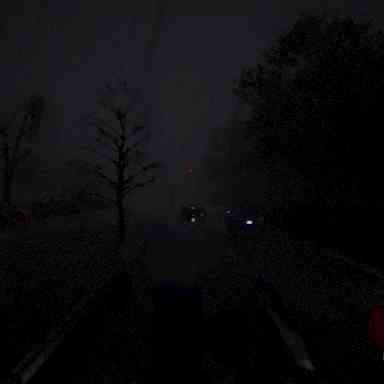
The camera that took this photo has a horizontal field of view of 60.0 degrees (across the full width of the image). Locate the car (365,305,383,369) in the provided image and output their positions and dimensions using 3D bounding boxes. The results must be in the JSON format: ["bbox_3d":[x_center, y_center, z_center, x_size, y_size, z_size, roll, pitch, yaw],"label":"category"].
[{"bbox_3d":[3.100,1.602,2.025,1.895,1.301,4.718,0,0,0],"label":"car"}]

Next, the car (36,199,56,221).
[{"bbox_3d":[-13.809,1.587,26.553,4.892,1.521,2.231,-1,-1,-20],"label":"car"}]

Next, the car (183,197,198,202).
[{"bbox_3d":[0.134,1.731,41.225,1.812,1.442,4.674,0,0,0],"label":"car"}]

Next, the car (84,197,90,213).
[{"bbox_3d":[-13.967,1.652,35.490,5.366,1.575,1.946,-1,0,-20],"label":"car"}]

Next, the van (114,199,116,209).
[{"bbox_3d":[-13.612,1.521,47.628,4.442,1.987,1.878,-1,-1,-19],"label":"van"}]

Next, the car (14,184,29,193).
[{"bbox_3d":[-40.218,-0.570,79.396,2.231,1.521,4.892,6,-3,-19],"label":"car"}]

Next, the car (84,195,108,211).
[{"bbox_3d":[-13.799,1.449,41.556,5.566,2.045,2.435,-1,0,-20],"label":"car"}]

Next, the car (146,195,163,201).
[{"bbox_3d":[-10.731,1.709,94.357,4.553,1.767,2.185,-1,-1,-14],"label":"car"}]

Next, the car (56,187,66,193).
[{"bbox_3d":[-31.180,-0.005,79.345,2.435,2.045,5.566,6,-3,-19],"label":"car"}]

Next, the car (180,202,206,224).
[{"bbox_3d":[0.097,1.689,25.668,1.895,1.301,4.718,0,0,0],"label":"car"}]

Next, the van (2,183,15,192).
[{"bbox_3d":[-43.163,-1.069,79.339,1.878,1.987,4.442,6,-3,-19],"label":"van"}]

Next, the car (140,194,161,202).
[{"bbox_3d":[-11.467,1.834,88.411,4.792,1.488,2.163,-1,0,-15],"label":"car"}]

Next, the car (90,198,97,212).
[{"bbox_3d":[-13.778,1.716,38.557,4.674,1.452,2.002,-1,0,-20],"label":"car"}]

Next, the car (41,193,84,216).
[{"bbox_3d":[-13.827,1.379,32.542,5.566,2.045,2.435,-1,0,-20],"label":"car"}]

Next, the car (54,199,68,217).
[{"bbox_3d":[-13.826,1.636,29.537,4.792,1.488,2.163,-1,0,-20],"label":"car"}]

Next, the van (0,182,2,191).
[{"bbox_3d":[-46.179,-1.342,79.368,1.878,1.987,4.442,6,-3,-19],"label":"van"}]

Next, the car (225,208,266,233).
[{"bbox_3d":[3.098,1.616,19.974,1.994,1.385,4.181,0,0,0],"label":"car"}]

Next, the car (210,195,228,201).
[{"bbox_3d":[7.642,1.652,93.983,4.553,1.767,2.185,1,-1,-14],"label":"car"}]

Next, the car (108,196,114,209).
[{"bbox_3d":[-13.727,1.472,44.592,5.566,2.045,2.435,-1,-1,-20],"label":"car"}]

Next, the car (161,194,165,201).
[{"bbox_3d":[-10.824,1.810,91.404,5.366,1.575,1.946,-1,-1,-15],"label":"car"}]

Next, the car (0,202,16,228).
[{"bbox_3d":[-13.776,1.421,20.558,4.553,1.767,2.185,-1,0,-20],"label":"car"}]

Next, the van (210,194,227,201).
[{"bbox_3d":[7.259,1.535,91.014,4.442,1.987,1.878,1,0,-14],"label":"van"}]

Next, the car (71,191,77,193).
[{"bbox_3d":[-28.185,0.557,79.282,2.002,1.452,4.674,6,-3,-19],"label":"car"}]

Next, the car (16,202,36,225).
[{"bbox_3d":[-13.837,1.440,23.544,4.553,1.767,2.185,-1,-1,-20],"label":"car"}]
